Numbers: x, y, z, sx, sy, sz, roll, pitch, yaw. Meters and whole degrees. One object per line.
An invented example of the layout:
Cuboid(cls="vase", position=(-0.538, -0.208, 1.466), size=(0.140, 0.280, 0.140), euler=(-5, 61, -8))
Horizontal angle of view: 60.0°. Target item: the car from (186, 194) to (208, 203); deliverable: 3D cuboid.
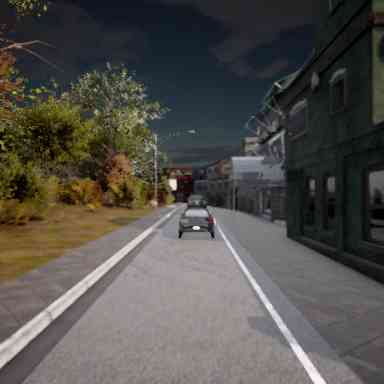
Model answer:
Cuboid(cls="car", position=(0.565, 1.236, 37.029), size=(2.150, 2.045, 5.566), euler=(0, 0, 1))

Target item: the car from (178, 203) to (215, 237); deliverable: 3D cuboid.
Cuboid(cls="car", position=(0.253, 1.532, 18.066), size=(1.812, 1.442, 4.674), euler=(0, 0, 1))
